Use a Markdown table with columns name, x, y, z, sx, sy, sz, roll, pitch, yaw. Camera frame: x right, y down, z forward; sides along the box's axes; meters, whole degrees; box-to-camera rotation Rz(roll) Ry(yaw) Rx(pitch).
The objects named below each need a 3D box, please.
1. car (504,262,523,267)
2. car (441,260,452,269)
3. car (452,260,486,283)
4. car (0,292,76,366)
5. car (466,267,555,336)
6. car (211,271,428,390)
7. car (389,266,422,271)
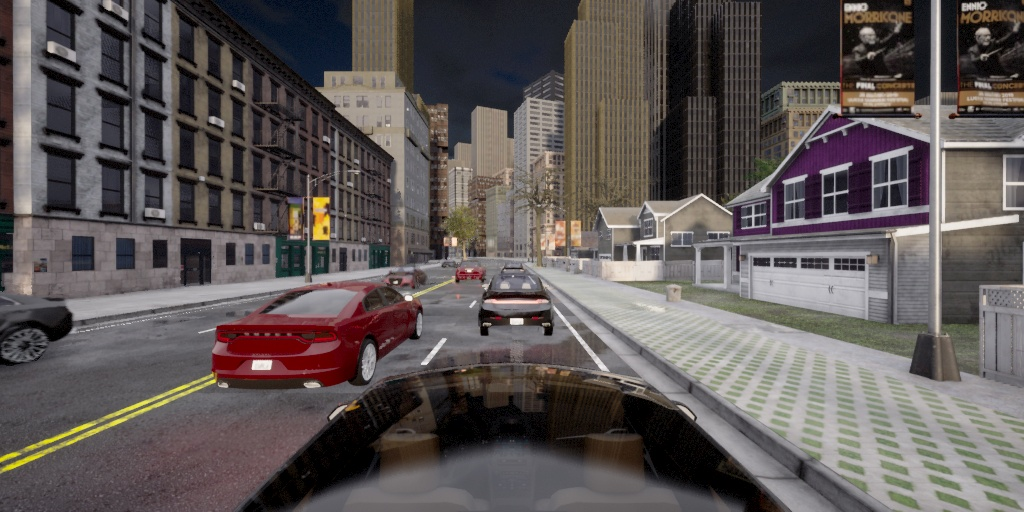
| name | x | y | z | sx | sy | sz | roll | pitch | yaw |
| --- | --- | --- | --- | --- | --- | --- | --- | --- | --- |
| car | 0.116 | 1.229 | 27.800 | 2.128 | 1.511 | 4.902 | 0 | 0 | 0 |
| car | -9.729 | 1.261 | 55.960 | 1.994 | 1.385 | 4.181 | 0 | 0 | 1 |
| car | -3.124 | 1.090 | 27.815 | 2.097 | 1.767 | 4.553 | 0 | 0 | -2 |
| car | -9.847 | 1.241 | 5.201 | 2.128 | 1.511 | 4.902 | 0 | 0 | 0 |
| car | 0.106 | 1.239 | 10.381 | 2.128 | 1.511 | 4.902 | 0 | 0 | 0 |
| car | -3.148 | 1.227 | 7.006 | 1.882 | 1.535 | 5.008 | 0 | 0 | 0 |
| car | -6.586 | 1.305 | 22.289 | 1.994 | 1.385 | 4.181 | 0 | 0 | 0 |
